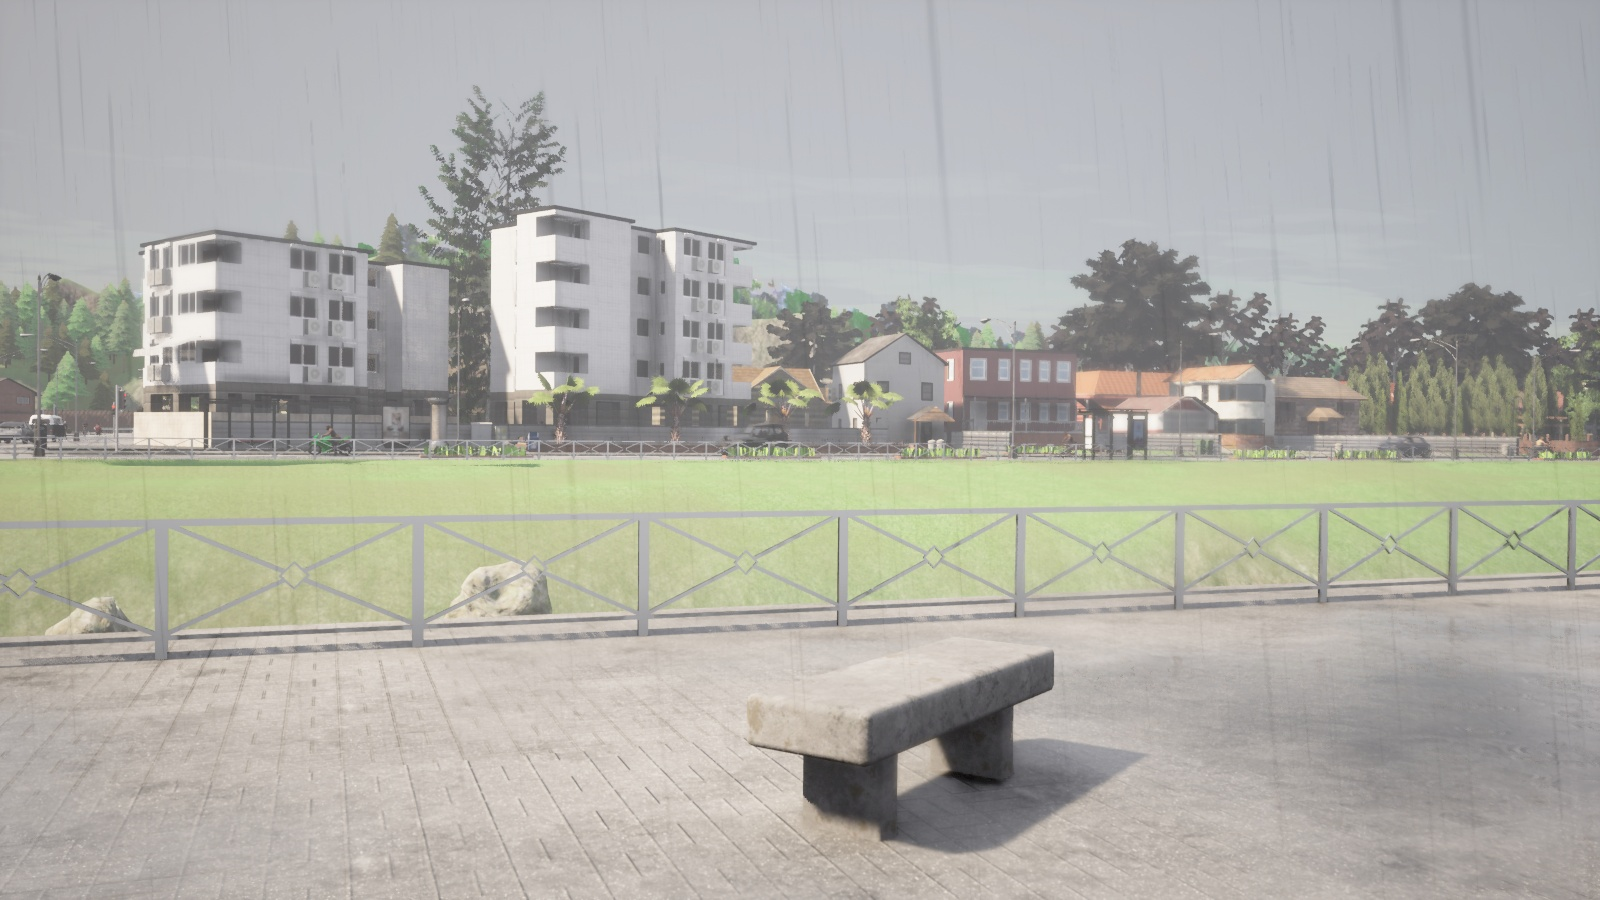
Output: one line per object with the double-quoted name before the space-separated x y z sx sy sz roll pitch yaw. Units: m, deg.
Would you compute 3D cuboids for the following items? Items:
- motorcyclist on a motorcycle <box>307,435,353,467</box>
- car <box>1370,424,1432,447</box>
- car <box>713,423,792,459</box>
"motorcyclist on a motorcycle" -22.863 0.033 61.111 2.044 1.523 0.797 -1 1 -21
"car" 40.812 -1.016 85.272 3.633 1.501 1.845 -1 1 -21
"car" -2.602 -0.497 68.796 3.866 1.878 1.905 -1 1 -21
